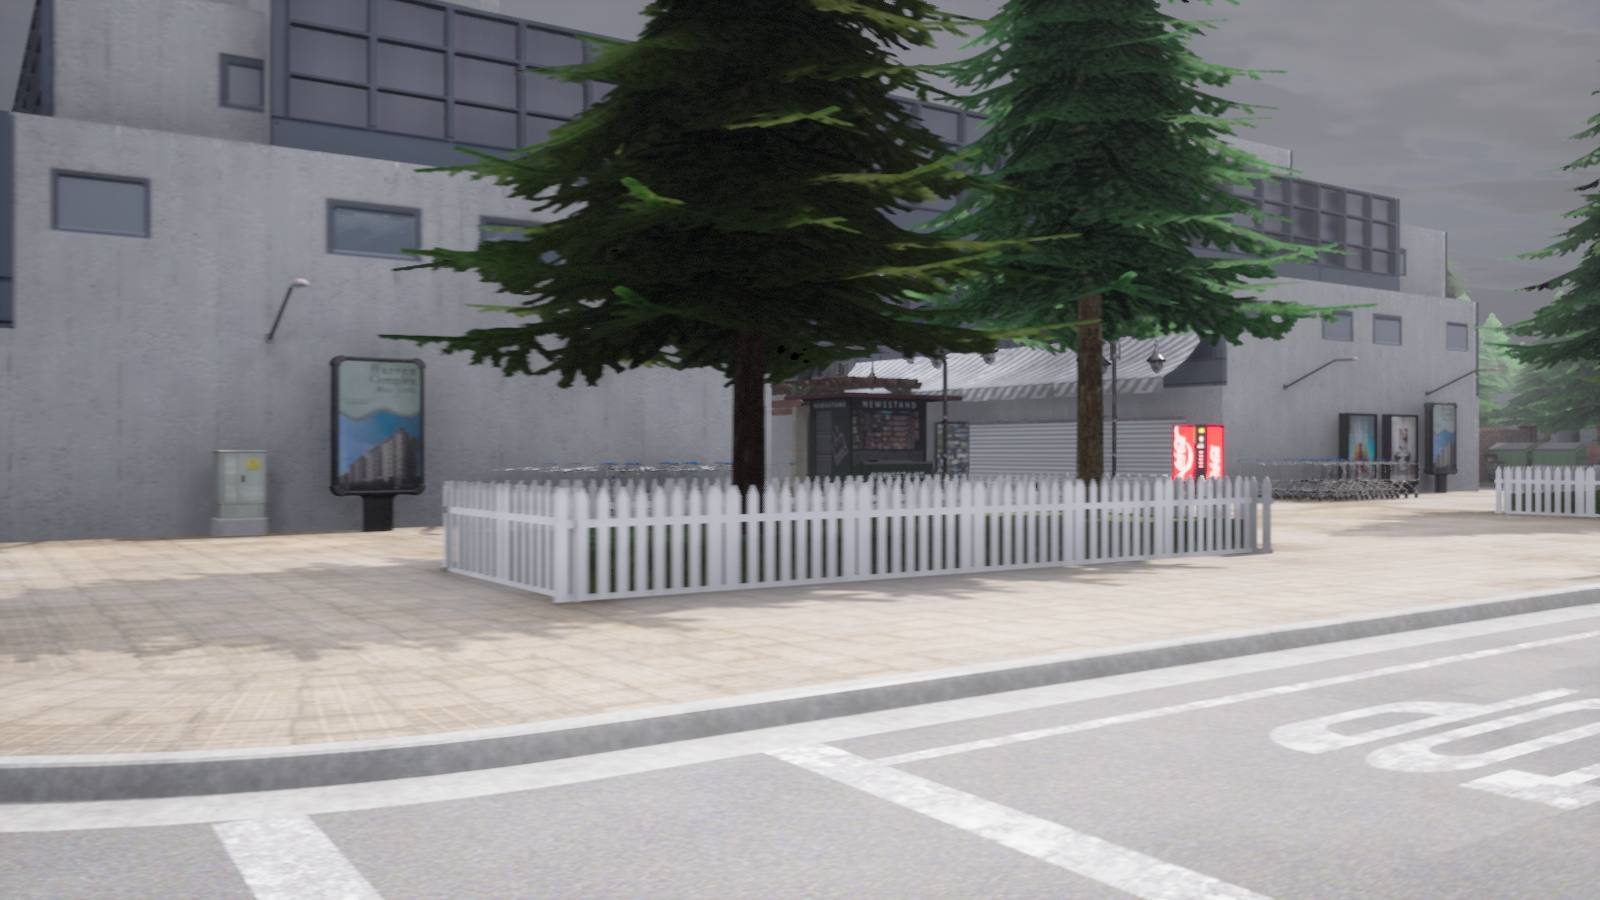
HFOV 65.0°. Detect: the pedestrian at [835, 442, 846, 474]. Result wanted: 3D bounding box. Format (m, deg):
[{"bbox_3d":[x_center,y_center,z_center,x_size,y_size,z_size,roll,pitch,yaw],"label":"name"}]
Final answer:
[{"bbox_3d":[2.381,0.463,73.792,0.594,1.836,0.345,0,0,42],"label":"pedestrian"}]
